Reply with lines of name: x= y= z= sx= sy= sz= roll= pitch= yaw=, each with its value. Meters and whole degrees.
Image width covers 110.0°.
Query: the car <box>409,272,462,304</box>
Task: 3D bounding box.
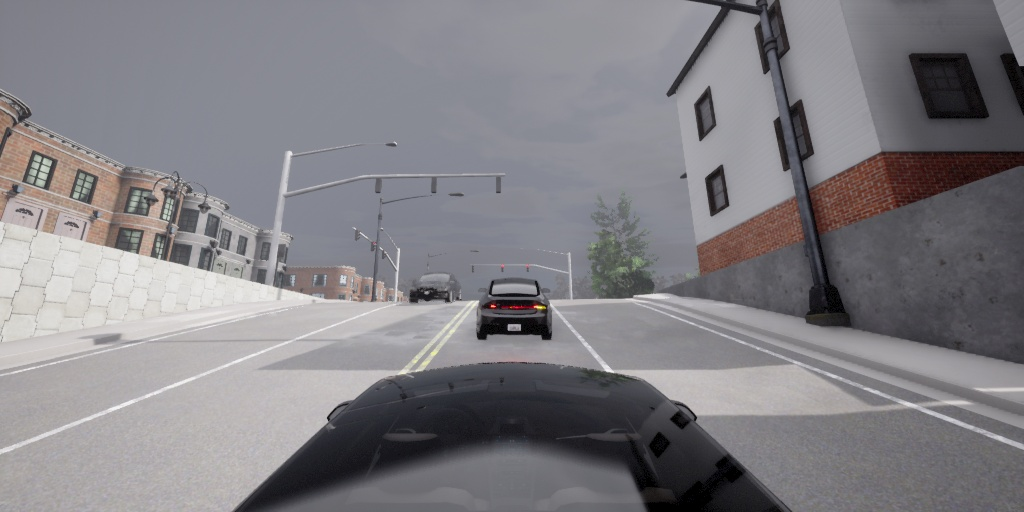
car: x=-3.639 y=1.519 z=17.696 sx=1.837 sy=1.490 sz=4.892 roll=-1 pitch=-5 yaw=0

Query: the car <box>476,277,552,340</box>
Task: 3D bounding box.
car: x=0.064 y=1.352 z=10.343 sx=1.837 sy=1.490 sz=4.892 roll=0 pitch=0 yaw=0
